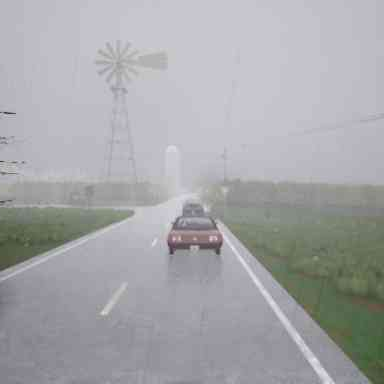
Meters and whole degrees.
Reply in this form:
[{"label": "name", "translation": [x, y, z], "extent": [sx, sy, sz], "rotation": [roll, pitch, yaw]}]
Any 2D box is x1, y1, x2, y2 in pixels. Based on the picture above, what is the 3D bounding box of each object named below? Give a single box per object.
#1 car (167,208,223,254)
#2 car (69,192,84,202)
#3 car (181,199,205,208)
[{"label": "car", "translation": [0.100, 1.540, 13.103], "extent": [1.895, 1.301, 4.718], "rotation": [0, 0, 0]}, {"label": "car", "translation": [-17.224, 0.988, 49.871], "extent": [1.905, 1.878, 3.866], "rotation": [0, 0, -31]}, {"label": "car", "translation": [0.099, 1.368, 29.432], "extent": [1.837, 1.490, 4.892], "rotation": [0, 0, 0]}]
